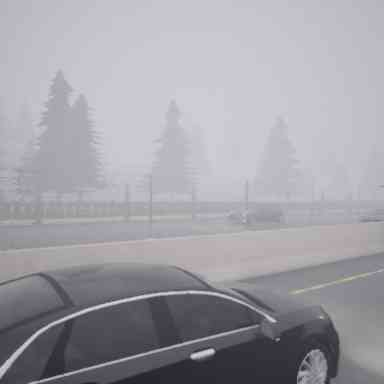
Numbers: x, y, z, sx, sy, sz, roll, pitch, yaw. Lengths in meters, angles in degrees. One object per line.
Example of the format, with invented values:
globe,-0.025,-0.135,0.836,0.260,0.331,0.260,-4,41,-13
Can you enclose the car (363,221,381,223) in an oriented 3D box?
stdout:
car,12.714,1.754,21.583,5.008,1.535,1.882,1,-1,-35

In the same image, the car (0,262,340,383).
car,-0.457,1.512,3.354,4.892,1.490,1.837,1,0,-35
